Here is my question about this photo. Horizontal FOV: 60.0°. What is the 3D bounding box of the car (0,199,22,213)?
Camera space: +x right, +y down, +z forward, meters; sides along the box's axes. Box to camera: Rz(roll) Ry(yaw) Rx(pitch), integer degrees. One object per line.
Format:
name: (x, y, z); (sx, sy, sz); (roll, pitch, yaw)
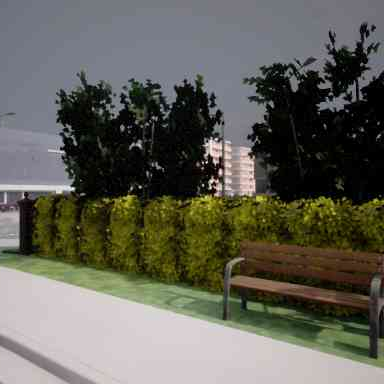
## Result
car: (-19.062, 1.502, 37.544); (2.033, 1.411, 5.357); (0, 0, 35)

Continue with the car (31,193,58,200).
car: (-15.236, 1.167, 36.874); (2.150, 2.045, 5.566); (0, 0, 36)
